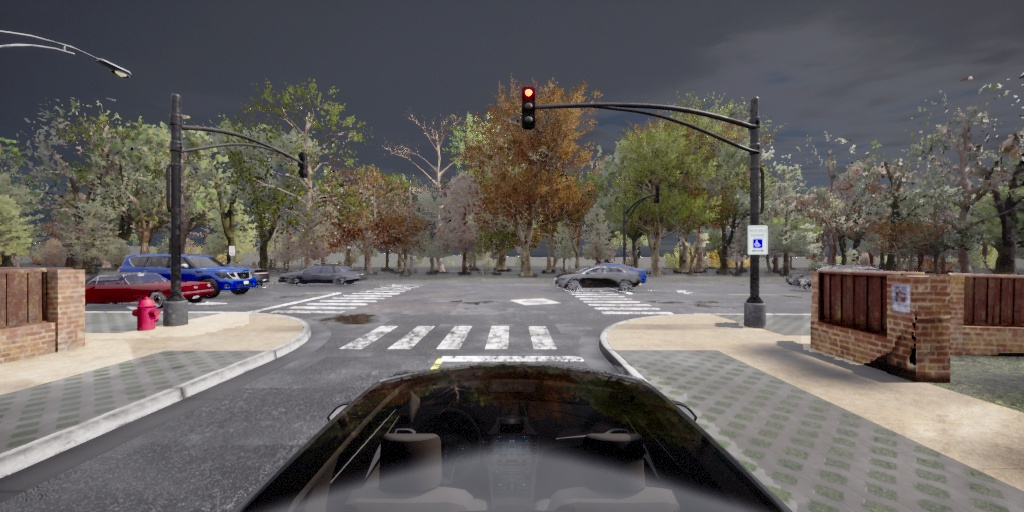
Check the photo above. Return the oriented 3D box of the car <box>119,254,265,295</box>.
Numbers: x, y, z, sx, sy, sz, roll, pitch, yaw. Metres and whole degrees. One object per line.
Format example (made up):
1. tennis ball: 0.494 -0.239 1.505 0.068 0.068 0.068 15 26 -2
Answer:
1. car: -15.562 0.916 17.262 5.566 2.045 2.150 0 0 0

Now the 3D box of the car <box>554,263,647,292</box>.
1. car: 4.919 1.268 20.741 4.902 1.511 2.128 0 0 0

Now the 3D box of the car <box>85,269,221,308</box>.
1. car: -14.636 1.295 14.012 4.718 1.301 1.895 0 0 -3

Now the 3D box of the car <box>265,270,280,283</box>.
1. car: -16.719 1.185 20.710 4.902 1.511 2.128 0 0 0

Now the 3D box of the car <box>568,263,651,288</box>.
1. car: 6.401 1.263 23.996 5.008 1.535 1.882 0 0 0

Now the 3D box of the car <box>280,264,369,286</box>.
1. car: -12.498 1.261 23.969 5.357 1.411 2.033 0 0 0

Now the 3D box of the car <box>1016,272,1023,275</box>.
1. car: 37.025 1.363 24.012 5.008 1.535 1.882 0 0 0

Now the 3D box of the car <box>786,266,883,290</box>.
1. car: 19.311 1.317 20.760 4.902 1.511 2.128 0 0 0
